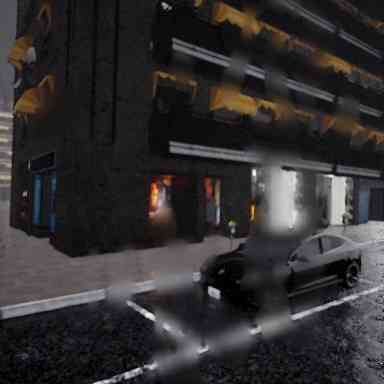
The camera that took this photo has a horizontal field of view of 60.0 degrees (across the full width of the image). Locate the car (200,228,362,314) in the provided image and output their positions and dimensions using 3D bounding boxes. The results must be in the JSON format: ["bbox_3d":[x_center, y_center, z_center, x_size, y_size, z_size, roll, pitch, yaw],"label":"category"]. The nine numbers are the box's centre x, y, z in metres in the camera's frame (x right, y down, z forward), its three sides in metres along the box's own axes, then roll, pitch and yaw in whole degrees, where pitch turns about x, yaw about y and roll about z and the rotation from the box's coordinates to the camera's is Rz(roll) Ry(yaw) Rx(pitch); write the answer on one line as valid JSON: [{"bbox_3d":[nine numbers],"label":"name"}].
[{"bbox_3d":[2.209,1.556,7.643,4.313,1.339,1.947,0,2,-35],"label":"car"}]
